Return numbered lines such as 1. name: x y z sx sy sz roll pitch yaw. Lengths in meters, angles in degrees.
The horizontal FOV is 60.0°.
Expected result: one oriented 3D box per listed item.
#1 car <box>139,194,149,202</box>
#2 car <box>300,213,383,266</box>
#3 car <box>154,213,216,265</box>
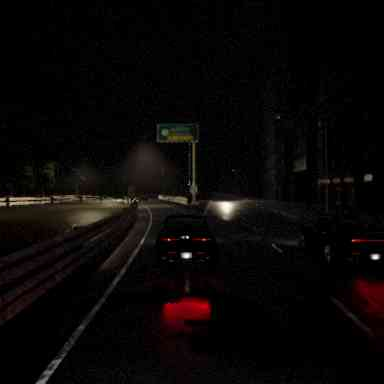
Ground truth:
1. car: -10.496 1.273 72.310 1.882 1.535 5.008 0 0 -12
2. car: 5.106 1.494 11.374 1.837 1.490 4.892 0 0 4
3. car: -0.257 1.514 11.671 1.837 1.490 4.892 0 0 -3
